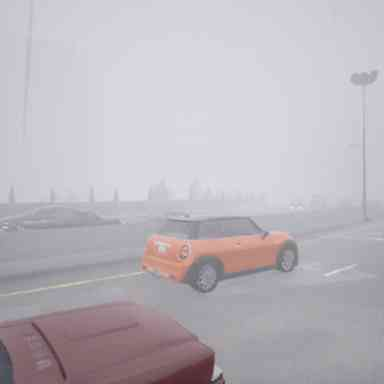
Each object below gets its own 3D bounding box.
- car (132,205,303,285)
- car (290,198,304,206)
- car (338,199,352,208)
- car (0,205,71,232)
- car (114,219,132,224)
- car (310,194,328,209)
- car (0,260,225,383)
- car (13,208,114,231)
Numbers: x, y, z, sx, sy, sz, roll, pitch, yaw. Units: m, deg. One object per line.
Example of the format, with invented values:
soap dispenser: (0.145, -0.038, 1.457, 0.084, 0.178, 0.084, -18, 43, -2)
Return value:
car: (0.951, 1.383, 9.202, 4.553, 1.767, 2.097, 0, 0, -39)
car: (17.310, 1.704, 54.479, 2.033, 1.411, 5.357, 0, 0, 23)
car: (22.663, 1.678, 49.192, 2.033, 1.411, 5.357, 0, 0, 25)
car: (-8.622, 1.586, 19.653, 4.892, 1.490, 1.837, 0, 0, -40)
car: (-1.404, 1.623, 16.640, 4.181, 1.385, 1.994, 0, 0, -42)
car: (19.007, 1.360, 49.668, 2.150, 2.045, 5.566, 0, 0, 25)
car: (-2.037, 1.614, 2.444, 4.718, 1.301, 1.895, 0, 0, -36)
car: (-6.210, 1.669, 17.075, 4.718, 1.301, 1.895, 0, 0, -40)
